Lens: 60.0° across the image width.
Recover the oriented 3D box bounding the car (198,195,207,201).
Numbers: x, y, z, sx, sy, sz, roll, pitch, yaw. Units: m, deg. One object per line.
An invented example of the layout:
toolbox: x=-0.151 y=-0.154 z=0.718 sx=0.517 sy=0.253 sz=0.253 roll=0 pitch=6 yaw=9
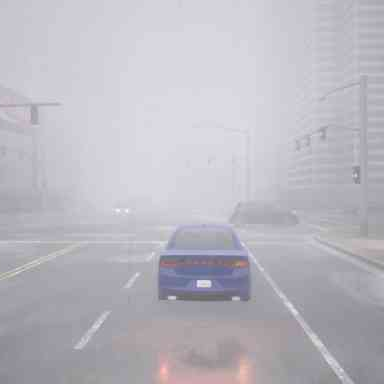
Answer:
car: x=2.749 y=1.523 z=86.160 sx=1.812 sy=1.442 sz=4.674 roll=0 pitch=0 yaw=2

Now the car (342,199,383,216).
car: x=17.221 y=1.504 z=32.294 sx=4.892 sy=1.490 sz=1.837 roll=0 pitch=0 yaw=2

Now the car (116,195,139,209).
car: x=-9.150 y=1.563 z=46.134 sx=1.994 sy=1.385 sz=4.181 roll=0 pitch=0 yaw=2

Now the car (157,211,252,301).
car: x=0.306 y=1.477 z=8.383 sx=1.882 sy=1.535 sz=5.008 roll=0 pitch=0 yaw=2

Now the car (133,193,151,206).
car: x=-8.840 y=1.220 z=55.477 sx=2.150 sy=2.045 sz=5.566 roll=0 pitch=0 yaw=2

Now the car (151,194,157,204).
car: x=-8.431 y=1.546 z=66.158 sx=2.033 sy=1.411 sz=5.357 roll=0 pitch=0 yaw=3

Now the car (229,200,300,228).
car: x=4.659 y=1.352 z=21.931 sx=4.553 sy=1.767 sz=2.097 roll=0 pitch=0 yaw=2
